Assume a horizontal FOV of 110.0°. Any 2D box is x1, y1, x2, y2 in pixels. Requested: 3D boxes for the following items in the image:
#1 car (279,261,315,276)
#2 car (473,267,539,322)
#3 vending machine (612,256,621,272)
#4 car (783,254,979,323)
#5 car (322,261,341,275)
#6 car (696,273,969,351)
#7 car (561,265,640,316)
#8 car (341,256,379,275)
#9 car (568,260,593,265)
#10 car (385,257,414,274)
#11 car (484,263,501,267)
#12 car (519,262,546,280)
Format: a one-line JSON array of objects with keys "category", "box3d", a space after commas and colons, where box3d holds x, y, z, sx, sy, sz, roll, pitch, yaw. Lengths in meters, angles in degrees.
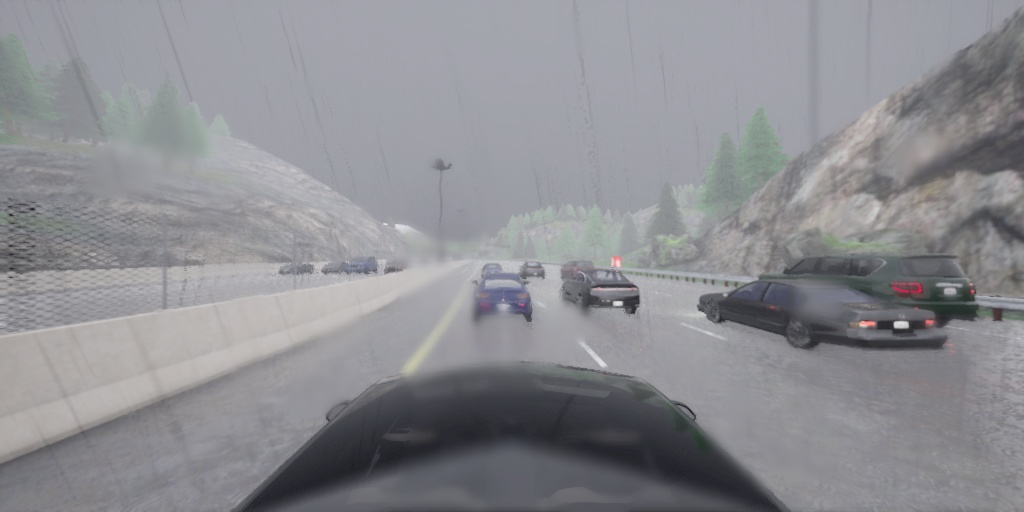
[{"category": "car", "box3d": [-23.608, 1.342, 39.528, 2.128, 1.511, 4.902, 0, 0, -4]}, {"category": "car", "box3d": [-0.352, 1.288, 12.336, 1.812, 1.442, 4.674, 0, 0, -3]}, {"category": "vending machine", "box3d": [12.760, 0.961, 43.794, 1.100, 2.100, 0.880, 0, 0, -4]}, {"category": "car", "box3d": [10.257, 0.957, 11.179, 2.150, 2.045, 5.566, 0, 0, -3]}, {"category": "car", "box3d": [-20.263, 1.348, 41.659, 1.837, 1.490, 4.892, 0, 0, -4]}, {"category": "car", "box3d": [6.879, 1.289, 8.951, 2.033, 1.411, 5.357, 0, 0, -2]}, {"category": "car", "box3d": [3.108, 1.247, 13.390, 2.128, 1.511, 4.902, 0, 0, -3]}, {"category": "car", "box3d": [-16.639, 1.055, 40.131, 2.150, 2.045, 5.566, 0, 0, -4]}, {"category": "car", "box3d": [5.451, 1.120, 29.443, 2.097, 1.767, 4.553, 0, 0, -4]}, {"category": "car", "box3d": [-13.253, 1.178, 41.797, 2.097, 1.767, 4.553, 0, 0, -4]}, {"category": "car", "box3d": [-1.652, 1.334, 30.579, 2.033, 1.411, 5.357, 0, 0, -4]}, {"category": "car", "box3d": [1.761, 1.271, 31.783, 2.128, 1.511, 4.902, 0, 0, -4]}]
